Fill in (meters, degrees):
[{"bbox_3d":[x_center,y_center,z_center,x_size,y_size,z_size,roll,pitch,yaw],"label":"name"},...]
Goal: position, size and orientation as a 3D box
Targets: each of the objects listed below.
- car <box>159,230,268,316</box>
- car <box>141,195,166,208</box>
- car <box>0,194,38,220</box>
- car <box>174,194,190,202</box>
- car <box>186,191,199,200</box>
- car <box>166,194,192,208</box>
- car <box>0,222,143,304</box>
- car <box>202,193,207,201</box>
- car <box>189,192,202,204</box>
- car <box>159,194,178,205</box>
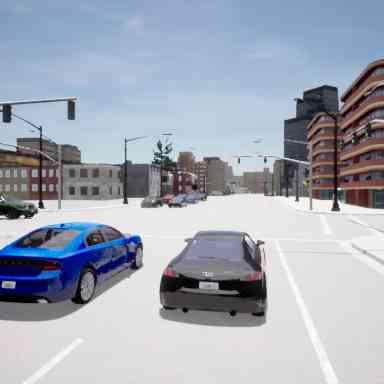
[{"bbox_3d":[0.690,1.564,7.630,1.994,1.385,4.181,0,0,12],"label":"car"},{"bbox_3d":[-5.557,1.230,46.502,2.097,1.767,4.553,0,1,11],"label":"car"},{"bbox_3d":[-15.719,1.224,27.617,5.566,2.045,2.150,0,0,10],"label":"car"},{"bbox_3d":[-1.889,1.125,65.119,2.033,1.411,5.357,0,1,11],"label":"car"},{"bbox_3d":[0.054,0.752,74.923,2.097,1.767,4.553,0,1,11],"label":"car"},{"bbox_3d":[-1.921,1.409,46.879,2.033,1.411,5.357,0,1,11],"label":"car"},{"bbox_3d":[-2.747,1.478,8.276,1.882,1.535,5.008,0,0,11],"label":"car"},{"bbox_3d":[1.872,1.052,66.107,1.837,1.490,4.892,0,1,12],"label":"car"},{"bbox_3d":[-0.087,1.249,56.284,1.812,1.442,4.674,0,1,11],"label":"car"},{"bbox_3d":[-3.795,1.226,55.468,1.882,1.535,5.008,0,1,11],"label":"car"}]
